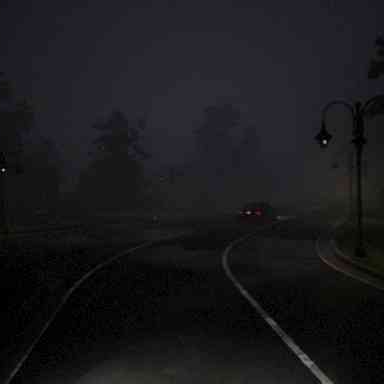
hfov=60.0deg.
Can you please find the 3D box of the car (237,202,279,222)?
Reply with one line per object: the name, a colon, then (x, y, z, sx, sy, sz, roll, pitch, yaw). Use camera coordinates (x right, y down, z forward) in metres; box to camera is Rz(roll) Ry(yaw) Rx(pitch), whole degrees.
car: (5.077, 1.453, 25.110, 2.033, 1.411, 5.357, -1, 0, 28)
